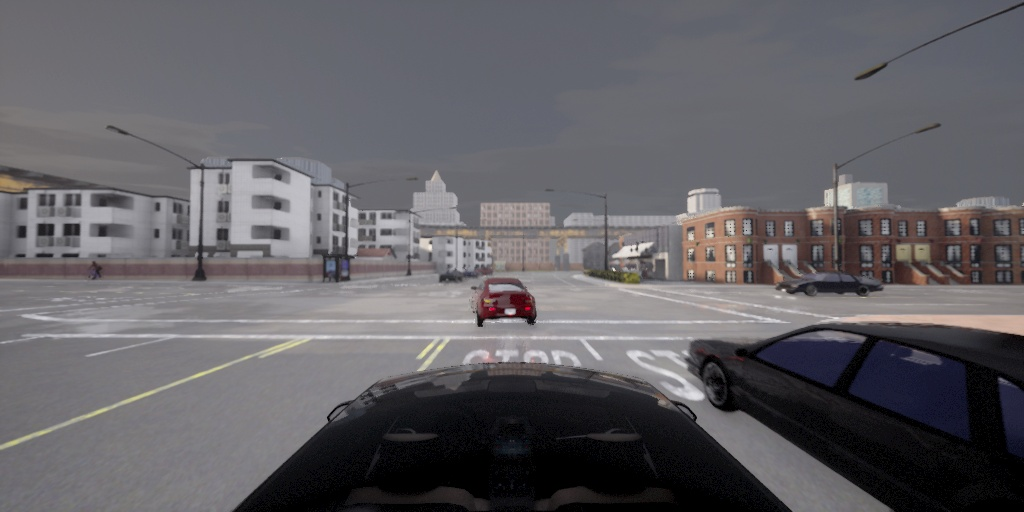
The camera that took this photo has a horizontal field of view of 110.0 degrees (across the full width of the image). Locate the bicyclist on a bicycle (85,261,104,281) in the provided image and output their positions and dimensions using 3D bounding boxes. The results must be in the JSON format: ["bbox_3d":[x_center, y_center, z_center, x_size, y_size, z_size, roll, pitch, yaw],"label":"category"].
[{"bbox_3d":[-33.999,1.211,29.243,0.582,1.620,1.656,1,-2,-11],"label":"bicyclist on a bicycle"}]

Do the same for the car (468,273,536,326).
[{"bbox_3d":[-0.412,1.467,12.465,1.812,1.442,4.674,1,-1,-9],"label":"car"}]

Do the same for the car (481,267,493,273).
[{"bbox_3d":[-4.689,2.668,62.522,1.882,1.535,5.008,0,-1,13],"label":"car"}]

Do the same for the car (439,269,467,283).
[{"bbox_3d":[-6.538,2.181,38.949,1.895,1.301,4.718,0,-1,3],"label":"car"}]

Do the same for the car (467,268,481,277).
[{"bbox_3d":[-5.921,2.466,49.949,1.895,1.301,4.718,0,-2,4],"label":"car"}]

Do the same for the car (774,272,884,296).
[{"bbox_3d":[19.227,1.685,21.844,5.357,1.411,2.033,0,-1,1],"label":"car"}]

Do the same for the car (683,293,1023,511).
[{"bbox_3d":[3.579,1.316,3.134,2.033,1.411,5.357,0,-1,0],"label":"car"}]
